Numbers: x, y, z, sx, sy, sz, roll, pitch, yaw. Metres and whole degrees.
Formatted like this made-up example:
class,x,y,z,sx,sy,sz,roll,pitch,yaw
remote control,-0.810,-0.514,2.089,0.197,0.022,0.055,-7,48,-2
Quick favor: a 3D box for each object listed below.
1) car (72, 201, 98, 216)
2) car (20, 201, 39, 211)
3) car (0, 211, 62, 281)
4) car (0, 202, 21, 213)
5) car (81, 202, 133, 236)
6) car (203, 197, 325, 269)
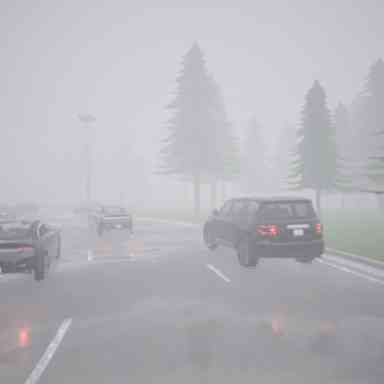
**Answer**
class,x,y,z,sx,sy,sz,roll,pitch,yaw
car,-10.120,1.623,32.601,2.128,1.511,4.902,-1,0,-42
car,-18.466,1.740,36.671,1.882,1.535,5.008,-1,0,-42
car,-5.047,1.563,9.788,2.128,1.511,4.902,-1,0,-15
car,-17.281,1.814,29.986,1.994,1.385,4.181,-1,0,-41
car,-4.737,1.550,19.027,2.128,1.511,4.902,-1,0,-25
car,2.104,1.176,11.367,2.150,2.045,5.566,0,0,-15
